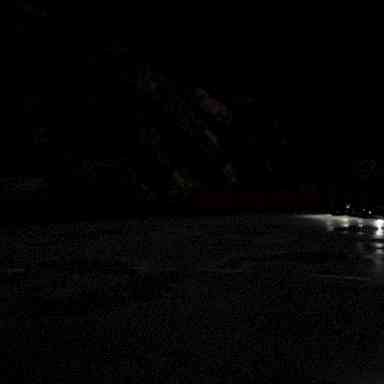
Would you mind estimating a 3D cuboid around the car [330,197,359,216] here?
[{"bbox_3d":[15.345,1.274,32.112,4.553,1.767,2.097,0,0,-35],"label":"car"}]

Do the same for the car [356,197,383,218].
[{"bbox_3d":[16.580,1.429,28.692,4.892,1.490,1.837,0,0,-35],"label":"car"}]
